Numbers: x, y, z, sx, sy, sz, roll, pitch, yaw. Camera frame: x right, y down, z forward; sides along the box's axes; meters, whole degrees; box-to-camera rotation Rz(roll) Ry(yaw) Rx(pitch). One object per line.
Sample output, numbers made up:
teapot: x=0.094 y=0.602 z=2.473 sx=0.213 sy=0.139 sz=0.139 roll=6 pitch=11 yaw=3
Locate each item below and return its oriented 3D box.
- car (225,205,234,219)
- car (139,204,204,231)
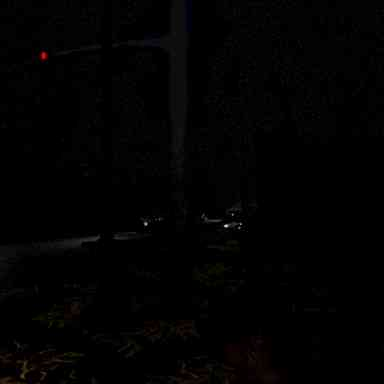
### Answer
car: x=4.570 y=1.526 z=28.332 sx=1.812 sy=1.442 sz=4.674 roll=0 pitch=0 yaw=35
car: x=-1.123 y=1.492 z=20.275 sx=2.128 sy=1.511 sz=4.902 roll=0 pitch=0 yaw=35
